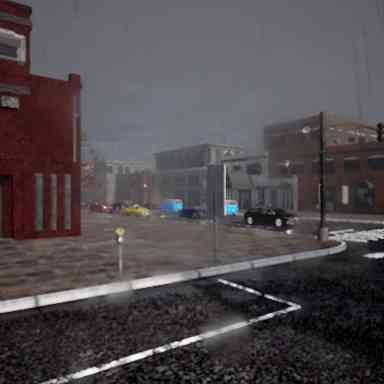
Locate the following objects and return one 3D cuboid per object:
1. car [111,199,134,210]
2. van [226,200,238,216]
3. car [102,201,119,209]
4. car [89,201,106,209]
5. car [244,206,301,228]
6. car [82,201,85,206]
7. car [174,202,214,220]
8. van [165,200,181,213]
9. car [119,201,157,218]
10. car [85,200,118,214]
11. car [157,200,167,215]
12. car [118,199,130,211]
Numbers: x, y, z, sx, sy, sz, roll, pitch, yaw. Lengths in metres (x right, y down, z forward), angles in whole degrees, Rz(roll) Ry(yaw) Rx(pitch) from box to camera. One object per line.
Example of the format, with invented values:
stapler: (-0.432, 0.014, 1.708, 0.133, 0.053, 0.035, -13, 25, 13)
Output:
car: (-13.050, 2.254, 62.235, 2.192, 1.841, 5.009, -1, 0, -36)
van: (3.630, 1.879, 39.376, 1.690, 1.788, 3.998, -1, 0, -36)
car: (-16.380, 2.602, 66.806, 1.802, 1.307, 4.206, -1, 0, -36)
car: (-18.600, 2.594, 65.474, 1.994, 1.385, 4.181, 0, -1, -36)
car: (6.196, 1.884, 26.057, 1.837, 1.490, 4.892, 0, -1, -36)
car: (-23.052, 2.763, 75.950, 1.802, 1.307, 4.206, -1, 0, -36)
car: (0.372, 2.083, 34.058, 1.994, 1.385, 4.181, 0, -1, -35)
van: (-3.042, 2.039, 48.519, 1.690, 1.788, 3.998, -1, 0, -36)
car: (-6.370, 2.163, 38.925, 1.752, 1.417, 4.829, -1, 0, -36)
car: (-13.146, 2.115, 48.206, 2.192, 1.841, 5.009, -1, 0, -36)
car: (-5.557, 2.166, 42.185, 1.837, 1.490, 4.892, 0, -1, -36)
car: (-12.459, 2.359, 57.056, 1.882, 1.535, 5.008, 0, -1, -36)
